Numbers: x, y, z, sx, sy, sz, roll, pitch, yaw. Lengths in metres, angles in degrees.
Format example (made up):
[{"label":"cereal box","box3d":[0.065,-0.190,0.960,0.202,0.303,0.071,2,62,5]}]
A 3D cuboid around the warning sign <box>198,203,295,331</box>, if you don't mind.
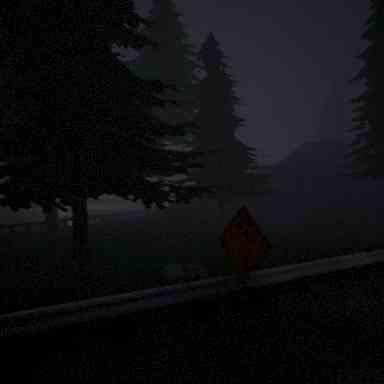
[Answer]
[{"label":"warning sign","box3d":[0.916,1.152,5.812,1.060,1.860,1.300,1,0,-35]}]
